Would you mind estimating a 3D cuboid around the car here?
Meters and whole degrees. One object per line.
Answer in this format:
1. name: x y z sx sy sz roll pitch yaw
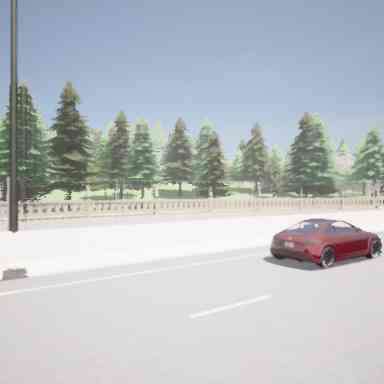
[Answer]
1. car: 4.626 1.585 11.354 4.181 1.385 1.994 0 0 -35
